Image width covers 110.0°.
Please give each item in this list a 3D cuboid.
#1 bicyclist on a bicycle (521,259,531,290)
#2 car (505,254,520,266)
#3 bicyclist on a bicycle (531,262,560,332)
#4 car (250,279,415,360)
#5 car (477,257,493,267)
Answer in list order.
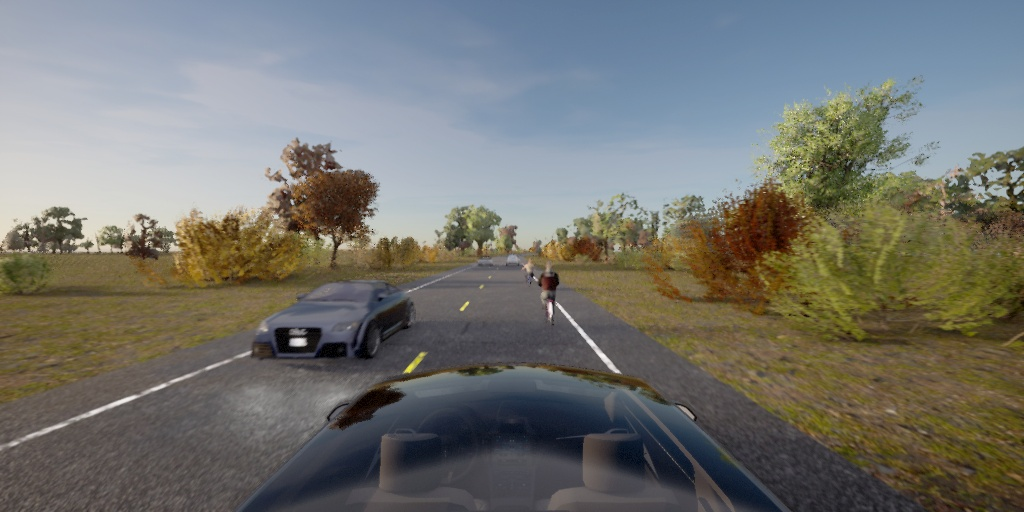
[{"bbox_3d":[0.943,0.974,19.399,0.866,1.612,1.509,0,1,0],"label":"bicyclist on a bicycle"},{"bbox_3d":[0.095,0.635,52.637,1.812,1.442,4.674,0,1,0],"label":"car"},{"bbox_3d":[0.966,1.028,9.592,0.659,1.776,1.843,0,1,0],"label":"bicyclist on a bicycle"},{"bbox_3d":[-3.596,1.239,8.017,1.994,1.385,4.181,0,1,0],"label":"car"},{"bbox_3d":[-3.569,0.768,48.305,1.895,1.301,4.718,0,1,0],"label":"car"}]
